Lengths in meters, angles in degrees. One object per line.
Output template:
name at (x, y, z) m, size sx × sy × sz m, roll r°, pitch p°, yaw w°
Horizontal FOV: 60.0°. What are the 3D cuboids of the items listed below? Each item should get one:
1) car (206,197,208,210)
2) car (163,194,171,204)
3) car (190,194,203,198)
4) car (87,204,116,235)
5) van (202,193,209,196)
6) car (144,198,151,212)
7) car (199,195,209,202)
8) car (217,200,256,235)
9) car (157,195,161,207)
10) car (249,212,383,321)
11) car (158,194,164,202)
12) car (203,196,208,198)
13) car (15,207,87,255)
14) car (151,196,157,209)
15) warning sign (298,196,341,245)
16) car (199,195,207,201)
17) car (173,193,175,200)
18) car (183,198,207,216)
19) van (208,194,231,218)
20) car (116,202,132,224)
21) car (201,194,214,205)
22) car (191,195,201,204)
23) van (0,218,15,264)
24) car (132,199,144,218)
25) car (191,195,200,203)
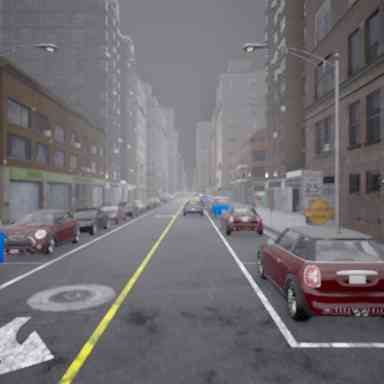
car at (2.663, 1.508, 35.818) m, size 1.752 × 1.417 × 4.829 m, roll 0°, pitch 0°, yaw 0°
car at (-5.866, 1.274, 63.982) m, size 2.192 × 1.841 × 5.009 m, roll 0°, pitch 0°, yaw 0°
car at (0.095, 1.455, 43.415) m, size 1.882 × 1.535 × 5.008 m, roll 0°, pitch 0°, yaw 0°
car at (-5.860, 1.559, 18.636) m, size 1.947 × 1.339 × 4.313 m, roll 0°, pitch 0°, yaw 0°
van at (2.662, 1.315, 46.987) m, size 1.690 × 1.788 × 3.998 m, roll 0°, pitch 0°, yaw 0°
car at (-5.862, 1.509, 35.470) m, size 1.752 × 1.417 × 4.829 m, roll 0°, pitch 0°, yaw 0°
car at (2.658, 1.498, 75.333) m, size 2.008 × 1.369 × 4.403 m, roll 0°, pitch 0°, yaw 0°
car at (2.666, 1.433, 18.640) m, size 1.967 × 1.590 × 4.097 m, roll 0°, pitch 0°, yaw 0°
car at (-5.864, 1.519, 46.976) m, size 1.887 × 1.381 × 4.507 m, roll 0°, pitch 0°, yaw 0°
car at (2.667, 1.437, 7.302) m, size 1.967 × 1.590 × 4.097 m, roll 0°, pitch 0°, yaw 0°
car at (-5.865, 1.495, 52.475) m, size 1.752 × 1.417 × 4.829 m, roll 0°, pitch 0°, yaw 0°
car at (2.663, 1.529, 41.318) m, size 2.008 × 1.369 × 4.403 m, roll 0°, pitch 0°, yaw 0°
car at (-5.859, 1.436, 12.967) m, size 1.967 × 1.590 × 4.097 m, roll 0°, pitch 0°, yaw 0°
car at (-5.863, 1.545, 41.308) m, size 1.947 × 1.339 × 4.313 m, roll 0°, pitch 0°, yaw 0°
warning sign at (5.068, 1.110, 13.296) m, size 1.300 × 1.860 × 1.060 m, roll 0°, pitch 0°, yaw 0°
car at (2.657, 1.522, 81.003) m, size 1.802 × 1.307 × 4.206 m, roll 0°, pitch 0°, yaw 0°
car at (-5.868, 1.466, 80.817) m, size 1.752 × 1.417 × 4.829 m, roll 0°, pitch 0°, yaw 0°
car at (0.103, 1.549, 32.305) m, size 1.994 × 1.385 × 4.181 m, roll 0°, pitch 0°, yaw -1°
van at (2.664, 1.327, 29.979) m, size 1.690 × 1.788 × 3.998 m, roll 0°, pitch 0°, yaw 0°
car at (-5.861, 1.572, 24.304) m, size 1.802 × 1.307 × 4.206 m, roll 0°, pitch 0°, yaw 0°
car at (2.660, 1.278, 58.325) m, size 2.192 × 1.841 × 5.009 m, roll 0°, pitch 0°, yaw 0°
car at (0.779, 1.415, 63.487) m, size 1.801 × 1.575 × 5.366 m, roll 0°, pitch 0°, yaw 0°
van at (-5.859, 1.339, 7.299) m, size 1.690 × 1.788 × 3.998 m, roll 0°, pitch 0°, yaw 0°
car at (-5.862, 1.553, 29.972) m, size 1.947 × 1.339 × 4.313 m, roll 0°, pitch 0°, yaw 0°
car at (0.776, 1.458, 69.297) m, size 1.837 × 1.490 × 4.892 m, roll 0°, pitch 0°, yaw 0°
